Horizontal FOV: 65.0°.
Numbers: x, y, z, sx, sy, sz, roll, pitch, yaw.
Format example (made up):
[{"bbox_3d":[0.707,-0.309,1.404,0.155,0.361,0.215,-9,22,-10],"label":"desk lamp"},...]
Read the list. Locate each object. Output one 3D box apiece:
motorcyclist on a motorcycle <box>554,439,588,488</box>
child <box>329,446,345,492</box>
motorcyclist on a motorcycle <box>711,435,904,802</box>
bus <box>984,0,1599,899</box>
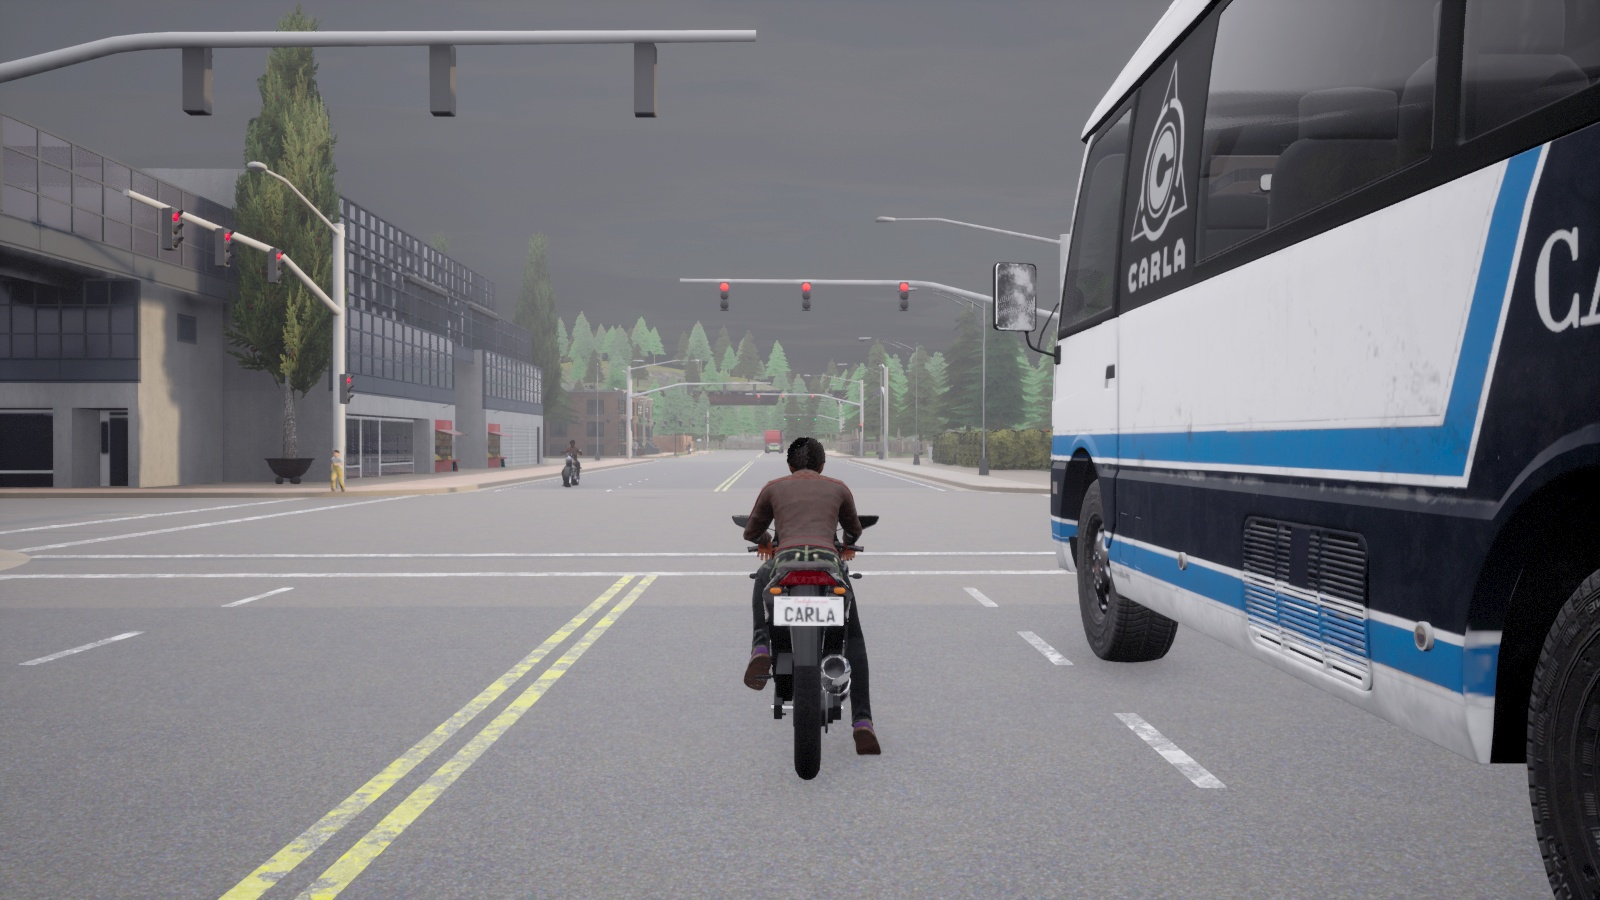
[{"bbox_3d":[-7.852,0.447,43.159,0.766,1.649,2.350,0,0,-1],"label":"motorcyclist on a motorcycle"},{"bbox_3d":[-12.785,0.523,34.680,0.270,1.263,0.437,0,0,2],"label":"child"},{"bbox_3d":[0.030,0.693,6.236,0.797,1.523,2.044,0,0,0],"label":"motorcyclist on a motorcycle"},{"bbox_3d":[3.533,-0.659,5.564,3.944,4.253,10.273,0,0,0],"label":"bus"}]
